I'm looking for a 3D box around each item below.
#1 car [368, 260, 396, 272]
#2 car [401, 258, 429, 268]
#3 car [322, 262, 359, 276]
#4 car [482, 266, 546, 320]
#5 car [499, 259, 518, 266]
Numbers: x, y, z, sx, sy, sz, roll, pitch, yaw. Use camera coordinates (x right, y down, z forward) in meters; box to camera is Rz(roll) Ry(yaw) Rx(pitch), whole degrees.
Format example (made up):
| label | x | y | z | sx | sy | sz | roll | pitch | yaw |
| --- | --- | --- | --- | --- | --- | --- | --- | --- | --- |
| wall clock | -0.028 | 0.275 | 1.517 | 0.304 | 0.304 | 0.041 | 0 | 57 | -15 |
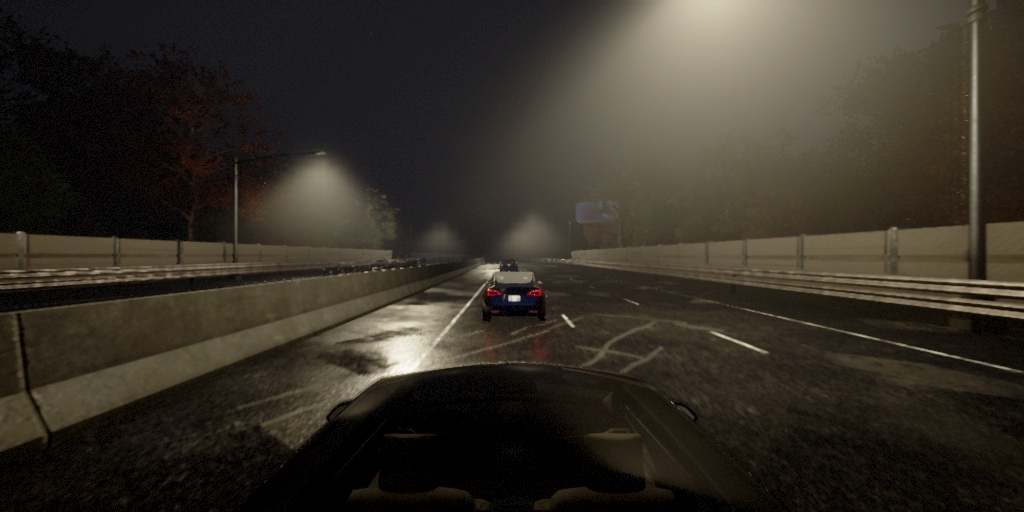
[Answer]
| label | x | y | z | sx | sy | sz | roll | pitch | yaw |
| --- | --- | --- | --- | --- | --- | --- | --- | --- | --- |
| car | -14.532 | 1.226 | 40.335 | 2.128 | 1.511 | 4.902 | 0 | 0 | -1 |
| car | -11.030 | 1.238 | 40.192 | 1.837 | 1.490 | 4.892 | 0 | 0 | -1 |
| car | -17.983 | 1.338 | 37.752 | 1.895 | 1.301 | 4.718 | 0 | 0 | -1 |
| car | 0.054 | 1.249 | 12.573 | 2.163 | 1.488 | 4.792 | 0 | 0 | 0 |
| car | -0.392 | 1.081 | 42.404 | 2.097 | 1.767 | 4.553 | 0 | 0 | -1 |
